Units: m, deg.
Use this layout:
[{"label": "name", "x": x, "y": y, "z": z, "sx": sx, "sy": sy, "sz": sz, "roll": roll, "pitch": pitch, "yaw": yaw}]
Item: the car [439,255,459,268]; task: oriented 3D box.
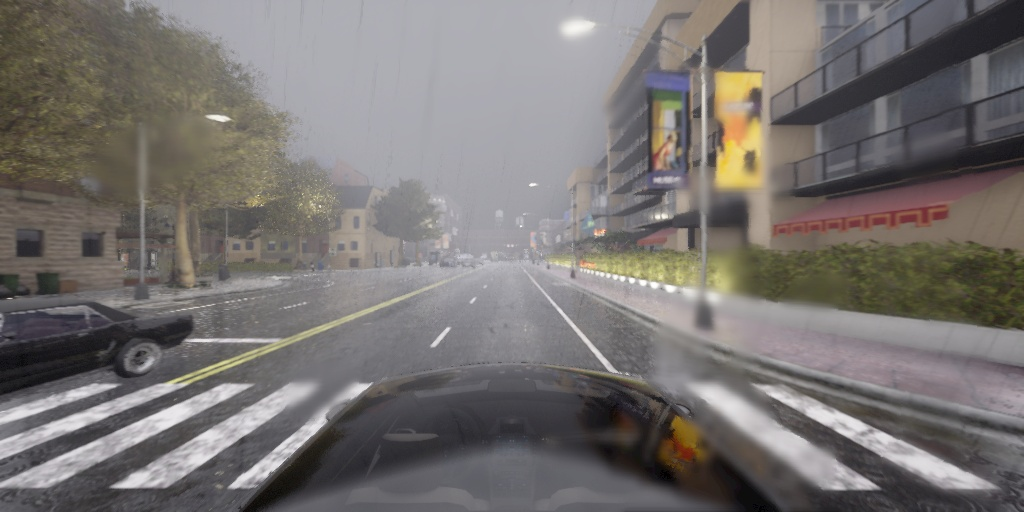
[{"label": "car", "x": -10.538, "y": 1.103, "z": 58.849, "sx": 2.097, "sy": 1.767, "sz": 4.553, "roll": 0, "pitch": 0, "yaw": 1}]

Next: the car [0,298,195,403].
[{"label": "car", "x": -7.000, "y": 1.288, "z": 4.581, "sx": 1.895, "sy": 1.301, "sz": 4.718, "roll": 0, "pitch": 0, "yaw": 0}]

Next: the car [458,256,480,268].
[{"label": "car", "x": -7.038, "y": 1.243, "z": 58.757, "sx": 2.128, "sy": 1.511, "sz": 4.902, "roll": 0, "pitch": 0, "yaw": 1}]
